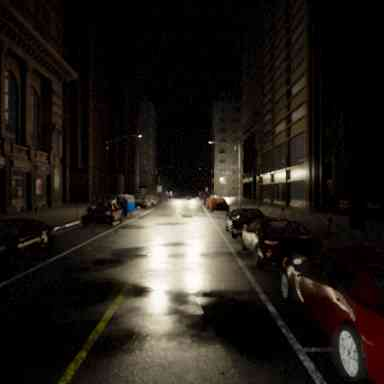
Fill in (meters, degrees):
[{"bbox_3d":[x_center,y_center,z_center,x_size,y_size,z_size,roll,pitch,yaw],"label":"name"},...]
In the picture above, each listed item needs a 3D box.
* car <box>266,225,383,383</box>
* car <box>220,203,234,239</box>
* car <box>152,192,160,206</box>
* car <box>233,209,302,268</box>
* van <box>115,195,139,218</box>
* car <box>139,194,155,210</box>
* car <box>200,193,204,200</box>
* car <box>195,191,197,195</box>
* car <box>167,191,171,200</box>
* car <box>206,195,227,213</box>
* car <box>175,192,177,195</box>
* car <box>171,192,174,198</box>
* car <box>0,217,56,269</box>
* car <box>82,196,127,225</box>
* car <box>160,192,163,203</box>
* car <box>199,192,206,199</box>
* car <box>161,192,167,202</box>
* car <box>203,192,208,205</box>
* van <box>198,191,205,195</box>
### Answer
[{"bbox_3d":[2.675,1.510,5.190,1.887,1.381,4.507,1,0,0],"label":"car"},{"bbox_3d":[2.673,1.455,16.440,1.947,1.339,4.313,1,0,0],"label":"car"},{"bbox_3d":[-5.856,1.130,44.552,1.967,1.590,4.097,1,0,0],"label":"car"},{"bbox_3d":[2.674,1.472,10.814,1.887,1.381,4.507,1,0,0],"label":"car"},{"bbox_3d":[-5.852,1.151,27.679,1.690,1.788,3.998,1,0,0],"label":"van"},{"bbox_3d":[-5.857,1.296,38.929,1.947,1.339,4.313,1,0,0],"label":"car"},{"bbox_3d":[2.667,1.193,50.186,1.887,1.381,4.507,1,0,0],"label":"car"},{"bbox_3d":[2.664,0.714,83.932,2.192,1.841,5.009,1,0,0],"label":"car"},{"bbox_3d":[-5.860,0.965,67.049,1.967,1.590,4.097,1,0,0],"label":"car"},{"bbox_3d":[2.670,1.314,33.313,1.887,1.381,4.507,1,0,0],"label":"car"},{"bbox_3d":[-5.865,0.903,89.547,1.887,1.381,4.507,1,0,0],"label":"car"},{"bbox_3d":[-5.864,1.023,78.298,1.802,1.307,4.206,1,0,0],"label":"car"},{"bbox_3d":[-5.852,1.510,10.808,1.802,1.307,4.206,1,0,0],"label":"car"},{"bbox_3d":[-5.852,1.290,22.055,1.967,1.590,4.097,1,0,0],"label":"car"},{"bbox_3d":[-5.858,1.175,50.007,1.752,1.417,4.829,1,0,0],"label":"car"},{"bbox_3d":[2.666,1.157,55.811,2.008,1.369,4.403,1,0,0],"label":"car"},{"bbox_3d":[-5.857,0.922,55.800,2.192,1.841,5.009,1,0,0],"label":"car"},{"bbox_3d":[2.670,1.169,38.937,1.967,1.590,4.097,1,0,0],"label":"car"},{"bbox_3d":[2.665,0.823,72.683,1.690,1.788,3.998,1,0,0],"label":"van"}]
